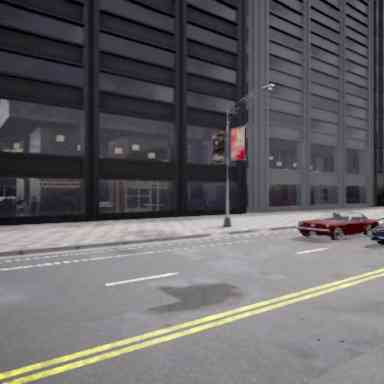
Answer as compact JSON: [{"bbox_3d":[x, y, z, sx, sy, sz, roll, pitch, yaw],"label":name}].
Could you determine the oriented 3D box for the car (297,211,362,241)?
[{"bbox_3d":[7.515,1.640,17.031,4.718,1.301,1.895,0,0,-36],"label":"car"}]

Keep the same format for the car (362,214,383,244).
[{"bbox_3d":[10.145,1.589,14.915,5.357,1.411,2.033,0,0,-35],"label":"car"}]
